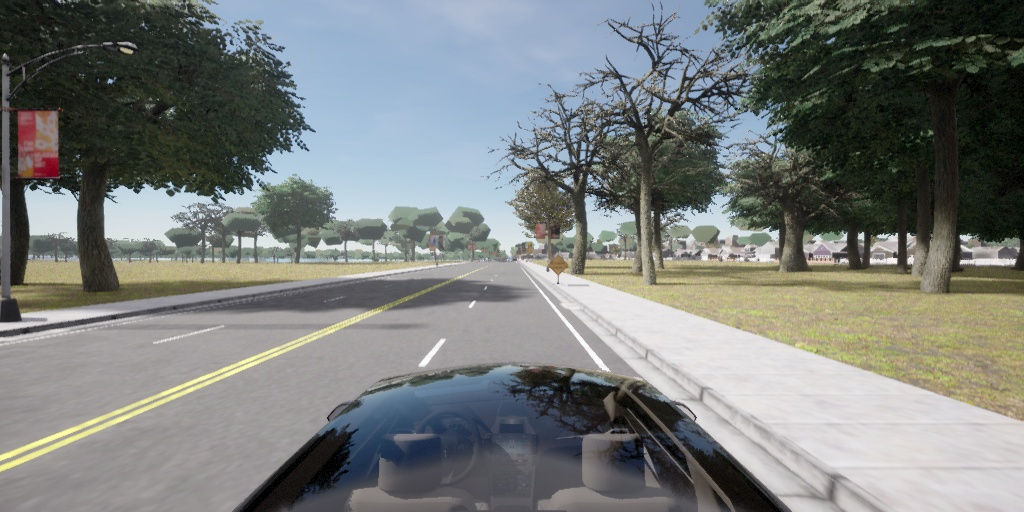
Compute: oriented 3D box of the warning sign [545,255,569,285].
[{"bbox_3d":[2.850,0.853,22.124,1.300,1.860,1.060,0,0,0],"label":"warning sign"}]
